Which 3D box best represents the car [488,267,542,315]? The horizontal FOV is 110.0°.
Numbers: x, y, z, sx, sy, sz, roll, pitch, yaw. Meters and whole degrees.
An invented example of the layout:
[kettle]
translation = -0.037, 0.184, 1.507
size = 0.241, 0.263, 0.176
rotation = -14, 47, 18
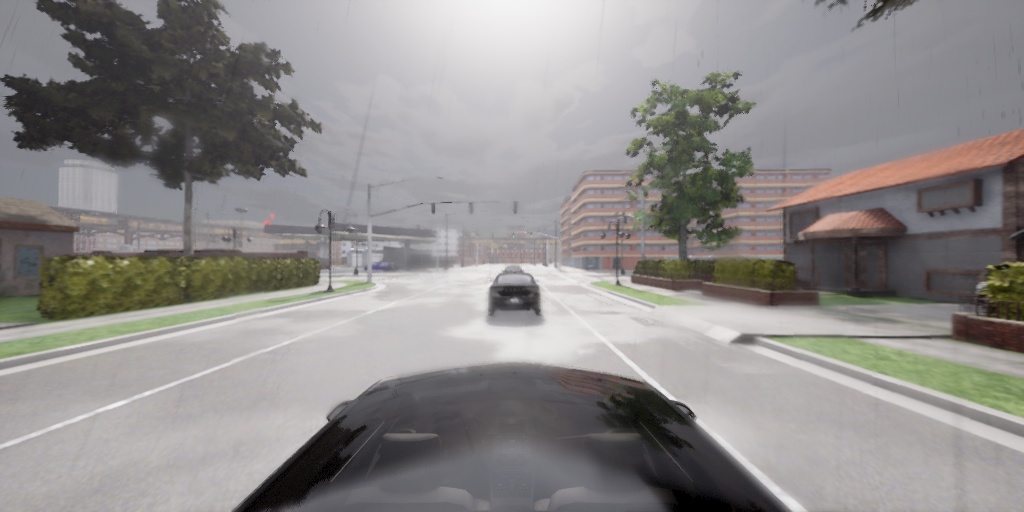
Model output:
[car]
translation = 0.104, 1.370, 14.345
size = 1.882, 1.535, 5.008
rotation = 0, -1, 0
